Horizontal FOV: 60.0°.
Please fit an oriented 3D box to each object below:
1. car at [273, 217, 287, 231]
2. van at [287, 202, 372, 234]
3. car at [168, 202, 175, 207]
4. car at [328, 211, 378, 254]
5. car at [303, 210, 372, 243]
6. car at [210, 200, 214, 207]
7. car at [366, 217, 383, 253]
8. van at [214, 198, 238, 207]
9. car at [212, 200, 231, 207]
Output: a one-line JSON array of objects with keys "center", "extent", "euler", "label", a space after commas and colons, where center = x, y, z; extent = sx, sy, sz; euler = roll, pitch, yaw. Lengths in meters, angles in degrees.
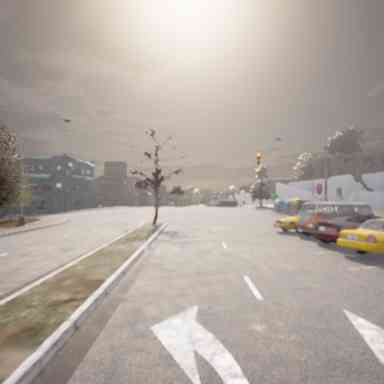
[{"center": [7.906, 1.819, 21.785], "extent": [5.366, 1.575, 1.946], "euler": [1, -1, -20], "label": "car"}, {"center": [7.971, 1.549, 18.830], "extent": [4.442, 1.987, 1.878], "euler": [1, -1, -20], "label": "van"}, {"center": [-5.846, 3.514, 95.338], "extent": [1.994, 1.385, 4.181], "euler": [0, -2, 0], "label": "car"}, {"center": [8.249, 1.681, 12.971], "extent": [5.366, 1.575, 1.946], "euler": [1, -1, -20], "label": "car"}, {"center": [8.102, 1.759, 15.900], "extent": [4.792, 1.488, 2.163], "euler": [1, -1, -20], "label": "car"}, {"center": [7.928, 2.956, 82.989], "extent": [5.366, 1.575, 1.946], "euler": [2, -2, -20], "label": "car"}, {"center": [8.068, 1.636, 9.924], "extent": [4.892, 1.521, 2.231], "euler": [1, -1, -20], "label": "car"}, {"center": [7.992, 2.381, 74.093], "extent": [4.442, 1.987, 1.878], "euler": [2, -2, -20], "label": "van"}, {"center": [8.136, 3.193, 91.996], "extent": [4.553, 1.767, 2.185], "euler": [2, -2, -20], "label": "car"}]
